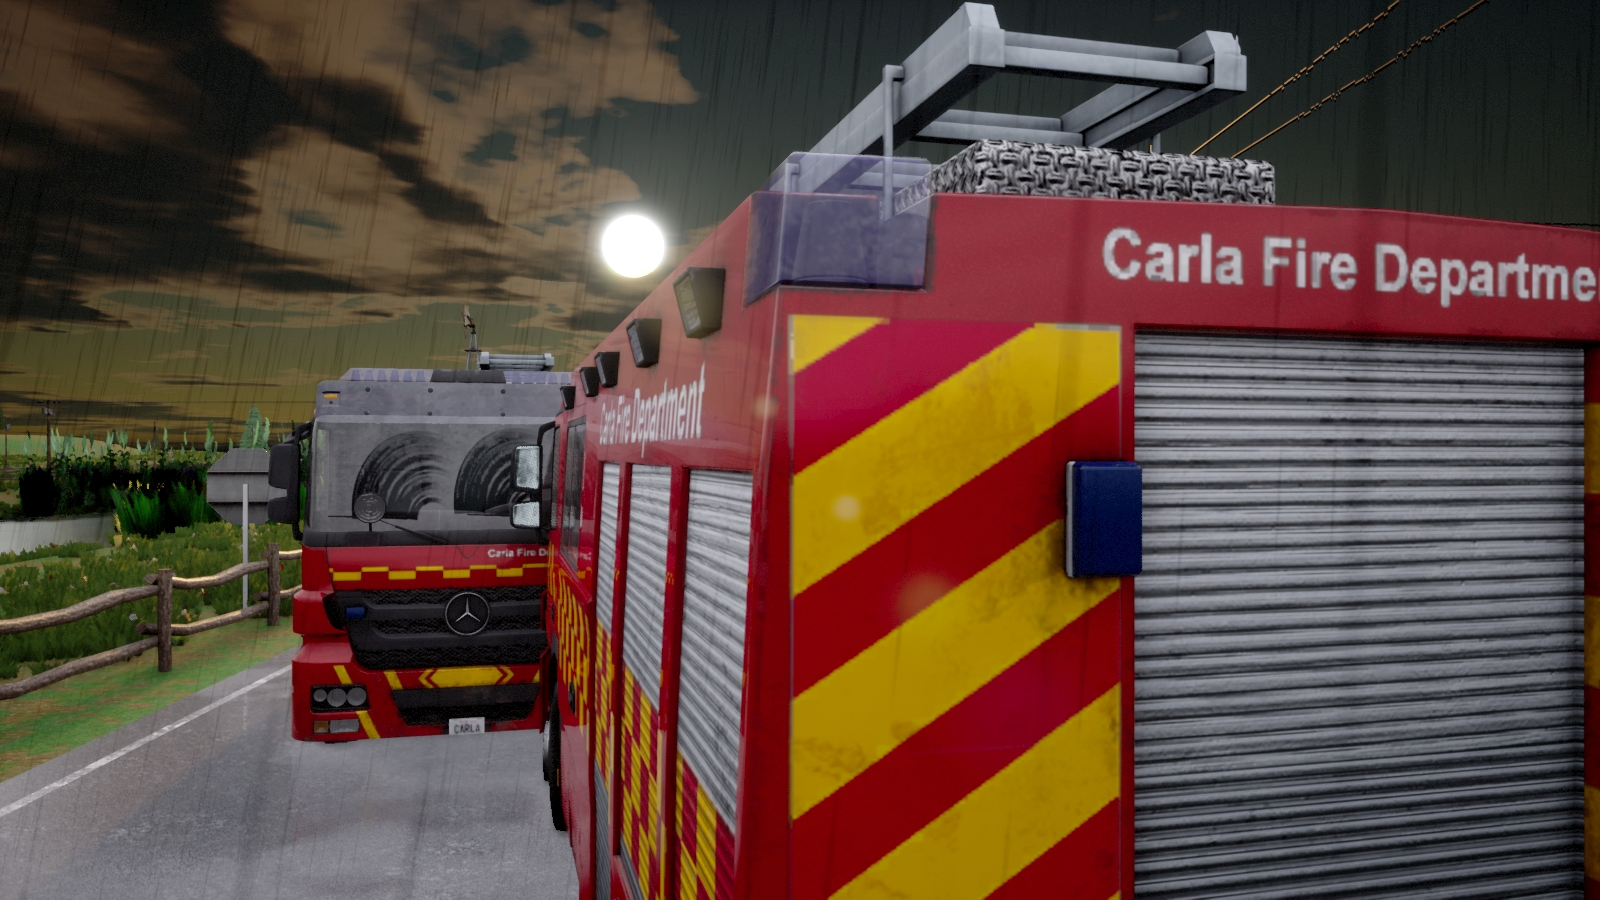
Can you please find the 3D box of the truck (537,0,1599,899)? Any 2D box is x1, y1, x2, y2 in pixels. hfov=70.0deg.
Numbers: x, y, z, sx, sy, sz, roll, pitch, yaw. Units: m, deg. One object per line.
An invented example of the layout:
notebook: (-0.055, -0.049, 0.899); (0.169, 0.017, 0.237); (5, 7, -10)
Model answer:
truck: (0.069, 0.867, 6.874); (2.891, 3.827, 8.468); (0, 0, -15)

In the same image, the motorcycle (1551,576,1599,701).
motorcycle: (9.777, 2.142, 13.109); (1.805, 1.316, 0.856); (0, 0, -7)

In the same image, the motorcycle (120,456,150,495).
motorcycle: (-41.377, 1.577, 71.133); (0.803, 2.348, 2.033); (0, 0, -4)

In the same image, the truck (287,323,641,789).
truck: (-3.918, 0.862, 13.847); (2.891, 3.827, 8.468); (0, 0, -15)
